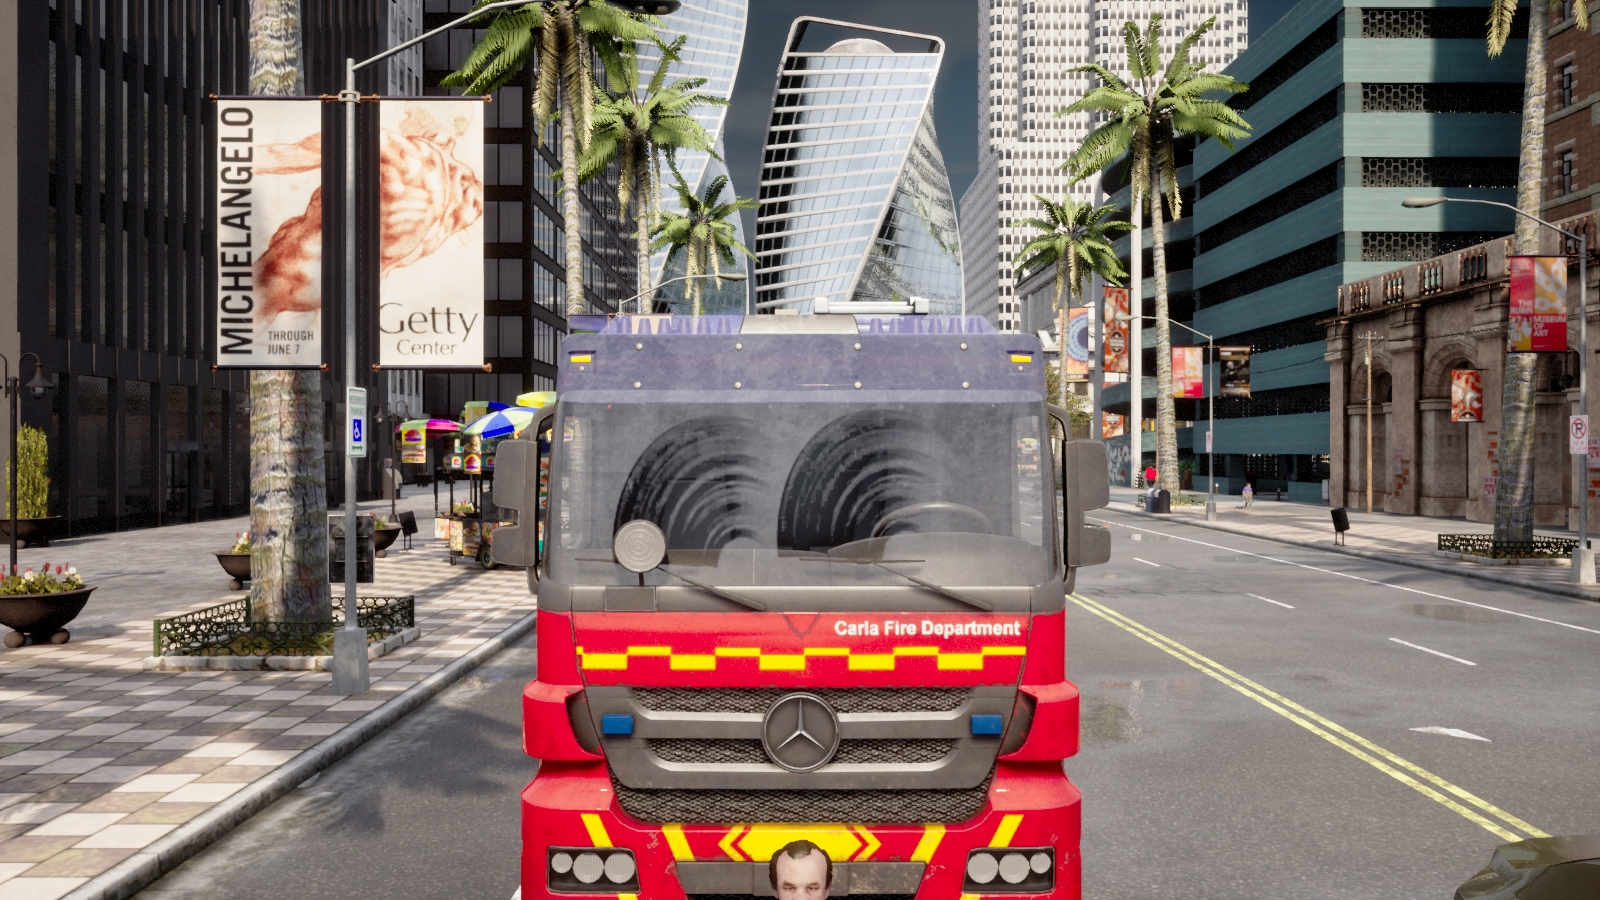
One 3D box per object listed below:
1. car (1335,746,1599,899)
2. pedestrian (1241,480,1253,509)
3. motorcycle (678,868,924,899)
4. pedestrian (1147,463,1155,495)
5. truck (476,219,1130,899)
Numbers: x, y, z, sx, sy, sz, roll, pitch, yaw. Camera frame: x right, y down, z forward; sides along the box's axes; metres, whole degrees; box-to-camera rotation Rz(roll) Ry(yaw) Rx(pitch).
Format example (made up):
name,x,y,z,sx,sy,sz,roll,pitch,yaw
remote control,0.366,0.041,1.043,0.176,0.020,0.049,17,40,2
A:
name,x,y,z,sx,sy,sz,roll,pitch,yaw
car,3.504,2.061,2.660,2.231,1.480,4.892,0,0,0
pedestrian,19.837,1.976,50.662,0.375,1.300,0.375,0,0,0
motorcycle,0.003,2.182,3.373,0.856,1.236,1.805,0,0,0
pedestrian,20.535,1.698,66.852,0.375,1.860,0.375,0,0,-1
truck,0.019,0.890,9.289,2.891,3.827,8.468,0,0,0
